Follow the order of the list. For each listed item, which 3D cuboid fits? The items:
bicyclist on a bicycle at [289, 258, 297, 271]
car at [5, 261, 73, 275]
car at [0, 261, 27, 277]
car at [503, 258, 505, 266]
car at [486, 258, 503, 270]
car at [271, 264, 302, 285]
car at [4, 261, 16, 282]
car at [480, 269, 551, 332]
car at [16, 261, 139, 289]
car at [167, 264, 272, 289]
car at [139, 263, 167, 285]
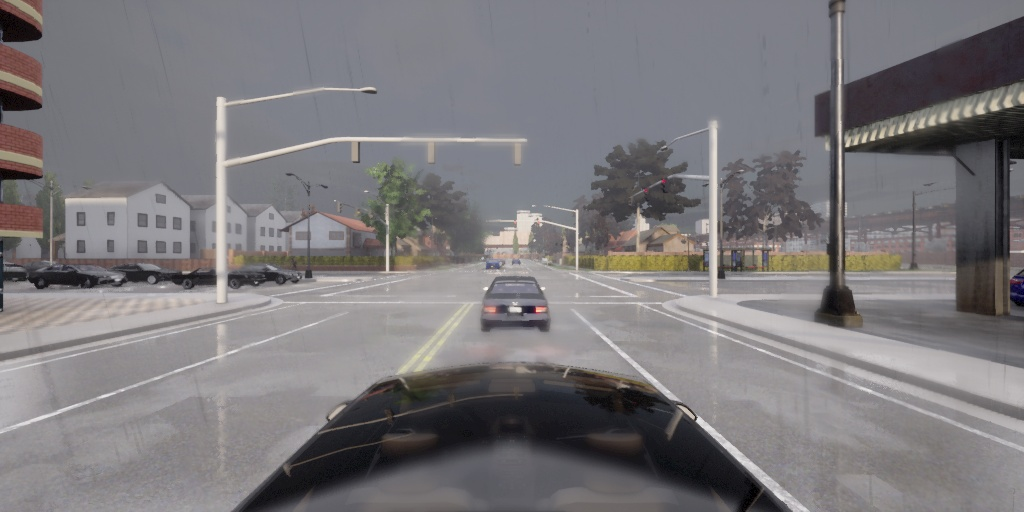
[{"bbox_3d":[-26.530,1.051,43.483,0.582,1.620,1.656,0,0,1],"label":"bicyclist on a bicycle"},{"bbox_3d":[-50.013,1.255,37.962,4.892,1.490,1.837,0,0,1],"label":"car"},{"bbox_3d":[-50.287,1.255,34.508,4.892,1.490,1.837,0,0,2],"label":"car"},{"bbox_3d":[-2.734,1.351,63.144,1.895,1.301,4.718,0,0,1],"label":"car"},{"bbox_3d":[-2.823,1.227,53.596,1.882,1.535,5.008,0,0,1],"label":"car"},{"bbox_3d":[-17.712,1.276,25.880,4.674,1.442,1.812,0,0,1],"label":"car"},{"bbox_3d":[-38.477,1.101,26.188,4.553,1.767,2.097,0,0,1],"label":"car"},{"bbox_3d":[0.085,1.297,10.837,2.033,1.411,5.357,0,0,0],"label":"car"},{"bbox_3d":[-27.127,1.241,22.510,4.902,1.511,2.128,0,0,1],"label":"car"},{"bbox_3d":[-18.096,1.351,22.354,4.718,1.301,1.895,0,0,1],"label":"car"},{"bbox_3d":[-26.774,1.228,26.003,5.008,1.535,1.882,0,0,1],"label":"car"}]
